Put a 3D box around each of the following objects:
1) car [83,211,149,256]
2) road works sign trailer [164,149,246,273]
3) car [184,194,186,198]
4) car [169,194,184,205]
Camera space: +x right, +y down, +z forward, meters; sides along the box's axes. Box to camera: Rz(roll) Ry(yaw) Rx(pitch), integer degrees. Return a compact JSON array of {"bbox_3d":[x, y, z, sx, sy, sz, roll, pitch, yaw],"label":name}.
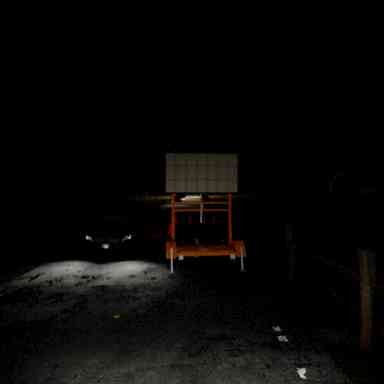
[{"bbox_3d":[-2.829,1.515,13.264,1.812,1.442,4.674,0,0,0],"label":"car"},{"bbox_3d":[0.291,0.456,10.682,2.380,3.560,2.880,0,0,-6],"label":"road works sign trailer"},{"bbox_3d":[-2.605,0.911,85.954,1.895,1.301,4.718,0,1,0],"label":"car"},{"bbox_3d":[-2.745,1.336,55.701,1.882,1.535,5.008,0,1,0],"label":"car"}]
